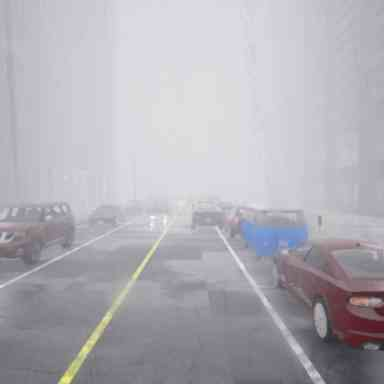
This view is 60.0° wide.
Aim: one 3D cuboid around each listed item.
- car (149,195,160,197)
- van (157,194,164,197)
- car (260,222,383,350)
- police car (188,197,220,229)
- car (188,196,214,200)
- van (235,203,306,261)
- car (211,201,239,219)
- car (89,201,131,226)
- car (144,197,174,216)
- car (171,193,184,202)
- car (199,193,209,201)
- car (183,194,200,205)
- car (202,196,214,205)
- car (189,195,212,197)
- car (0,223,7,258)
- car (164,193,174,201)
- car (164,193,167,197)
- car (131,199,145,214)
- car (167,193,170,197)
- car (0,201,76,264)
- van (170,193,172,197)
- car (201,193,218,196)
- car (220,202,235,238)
[{"bbox_3d":[-5.777,1.459,45.354,1.752,1.417,4.829,0,0,0],"label":"car"},{"bbox_3d":[-5.779,1.269,51.133,1.690,1.788,3.998,0,0,0],"label":"van"},{"bbox_3d":[2.761,1.534,6.276,1.887,1.381,4.507,0,0,0],"label":"car"},{"bbox_3d":[0.893,1.390,21.328,1.930,1.638,5.238,0,0,0],"label":"police car"},{"bbox_3d":[0.842,1.430,31.211,1.882,1.535,5.008,0,0,-1],"label":"car"},{"bbox_3d":[2.760,1.321,11.885,1.690,1.788,3.998,0,0,0],"label":"van"},{"bbox_3d":[2.754,1.520,28.712,1.947,1.339,4.313,0,0,0],"label":"car"},{"bbox_3d":[-5.769,1.527,23.086,1.947,1.339,4.313,0,0,0],"label":"car"},{"bbox_3d":[-3.107,1.513,32.166,1.994,1.385,4.181,0,0,0],"label":"car"},{"bbox_3d":[-3.024,1.408,72.766,1.895,1.301,4.718,0,0,0],"label":"car"},{"bbox_3d":[2.737,1.218,79.194,2.192,1.841,5.009,0,0,0],"label":"car"},{"bbox_3d":[-0.016,1.472,55.000,2.033,1.411,5.357,0,0,0],"label":"car"},{"bbox_3d":[2.744,1.448,56.928,1.752,1.417,4.829,0,0,0],"label":"car"},{"bbox_3d":[0.888,1.421,37.218,1.882,1.535,5.008,0,0,0],"label":"car"},{"bbox_3d":[-5.764,1.539,6.258,2.008,1.369,4.403,0,0,0],"label":"car"},{"bbox_3d":[-5.790,1.213,84.790,2.192,1.841,5.009,0,0,0],"label":"car"},{"bbox_3d":[-5.781,1.363,56.743,1.967,1.590,4.097,0,0,0],"label":"car"},{"bbox_3d":[-5.773,1.497,34.305,2.008,1.369,4.403,0,0,0],"label":"car"},{"bbox_3d":[-5.782,1.232,62.352,2.192,1.841,5.009,0,0,0],"label":"car"},{"bbox_3d":[-5.765,1.294,11.867,2.192,1.841,5.009,0,0,0],"label":"car"},{"bbox_3d":[-5.788,1.243,79.181,1.690,1.788,3.998,0,0,0],"label":"van"},{"bbox_3d":[2.748,1.249,45.539,2.192,1.841,5.009,0,0,0],"label":"car"},{"bbox_3d":[2.758,1.410,17.494,1.967,1.590,4.097,0,0,0],"label":"car"}]
